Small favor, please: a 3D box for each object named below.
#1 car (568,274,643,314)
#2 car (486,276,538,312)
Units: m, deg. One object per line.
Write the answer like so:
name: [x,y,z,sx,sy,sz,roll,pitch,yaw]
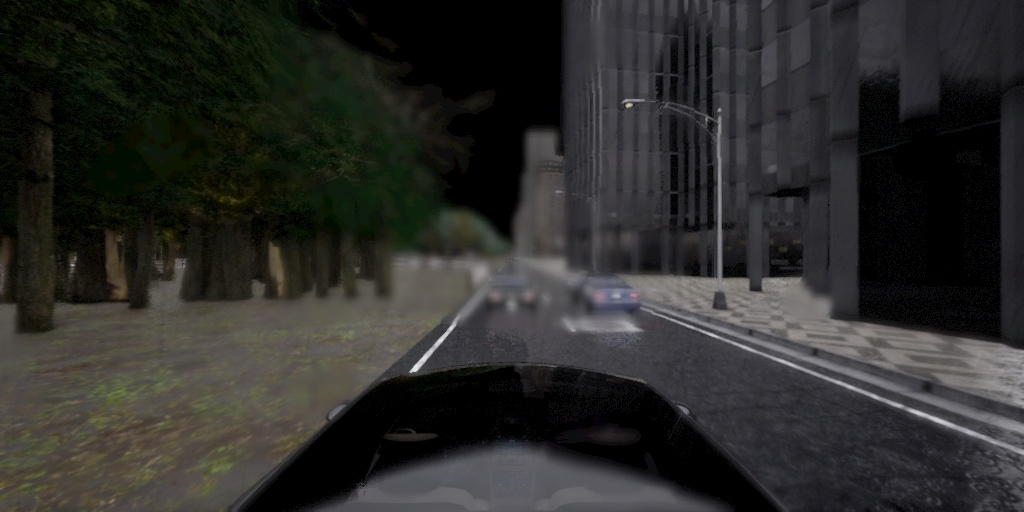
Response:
car: [3.509,1.425,14.362,2.033,1.411,5.357,0,-1,0]
car: [0.016,1.486,15.082,1.895,1.301,4.718,0,-1,0]
